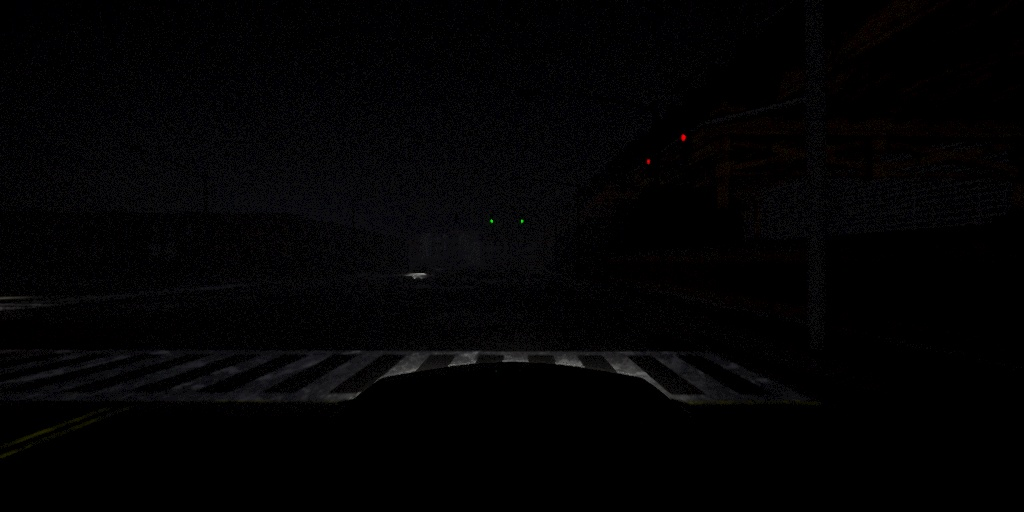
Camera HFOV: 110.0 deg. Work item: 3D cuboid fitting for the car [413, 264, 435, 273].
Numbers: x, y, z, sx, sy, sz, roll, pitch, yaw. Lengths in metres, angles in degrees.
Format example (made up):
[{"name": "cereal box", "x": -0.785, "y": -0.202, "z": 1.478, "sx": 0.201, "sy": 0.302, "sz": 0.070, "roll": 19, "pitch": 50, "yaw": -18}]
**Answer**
[{"name": "car", "x": -14.009, "y": 1.965, "z": 56.060, "sx": 2.128, "sy": 1.511, "sz": 4.902, "roll": 0, "pitch": 0, "yaw": 0}]
